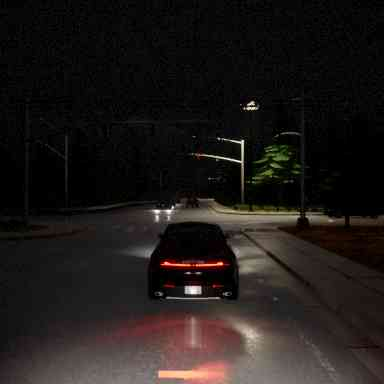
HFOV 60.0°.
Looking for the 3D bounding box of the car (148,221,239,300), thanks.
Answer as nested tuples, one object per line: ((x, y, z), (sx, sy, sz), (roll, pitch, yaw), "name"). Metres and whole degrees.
((0.039, 1.501, 8.375), (1.837, 1.490, 4.892), (0, 0, 0), "car")

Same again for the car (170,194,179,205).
((-3.642, 1.547, 54.764), (2.033, 1.411, 5.357), (0, 0, 0), "car")

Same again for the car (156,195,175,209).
((-3.647, 1.505, 44.317), (1.837, 1.490, 4.892), (0, 0, 0), "car")

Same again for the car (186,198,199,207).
((0.031, 1.547, 51.042), (2.033, 1.411, 5.357), (0, 0, 0), "car")

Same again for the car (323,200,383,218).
((14.256, 1.504, 29.533), (5.008, 1.535, 1.882), (0, 0, 1), "car")

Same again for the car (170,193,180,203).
((-3.507, 1.221, 65.395), (2.150, 2.045, 5.566), (0, 0, 1), "car")
